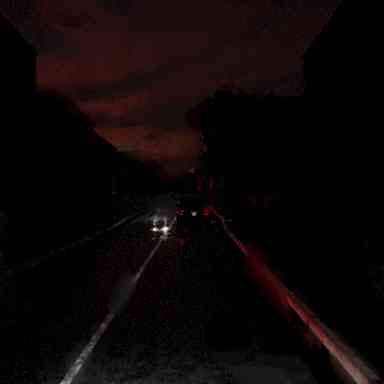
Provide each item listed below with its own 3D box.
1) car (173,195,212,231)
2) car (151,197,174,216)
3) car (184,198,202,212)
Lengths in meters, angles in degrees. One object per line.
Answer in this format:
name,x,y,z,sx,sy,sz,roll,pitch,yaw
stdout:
car,0.123,1.378,22.126,2.150,2.045,5.566,0,0,0
car,-3.259,1.643,35.487,2.128,1.511,4.902,0,0,0
car,0.122,1.619,41.573,2.128,1.511,4.902,0,0,0
